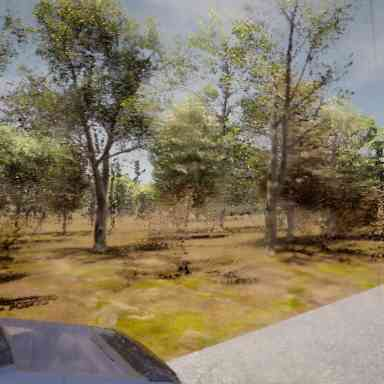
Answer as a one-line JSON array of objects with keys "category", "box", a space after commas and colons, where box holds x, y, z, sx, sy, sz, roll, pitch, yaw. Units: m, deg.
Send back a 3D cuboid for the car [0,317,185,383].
[{"category": "car", "box": [-1.968, 1.568, 1.726, 4.181, 1.385, 1.994, 0, 0, -36]}]
